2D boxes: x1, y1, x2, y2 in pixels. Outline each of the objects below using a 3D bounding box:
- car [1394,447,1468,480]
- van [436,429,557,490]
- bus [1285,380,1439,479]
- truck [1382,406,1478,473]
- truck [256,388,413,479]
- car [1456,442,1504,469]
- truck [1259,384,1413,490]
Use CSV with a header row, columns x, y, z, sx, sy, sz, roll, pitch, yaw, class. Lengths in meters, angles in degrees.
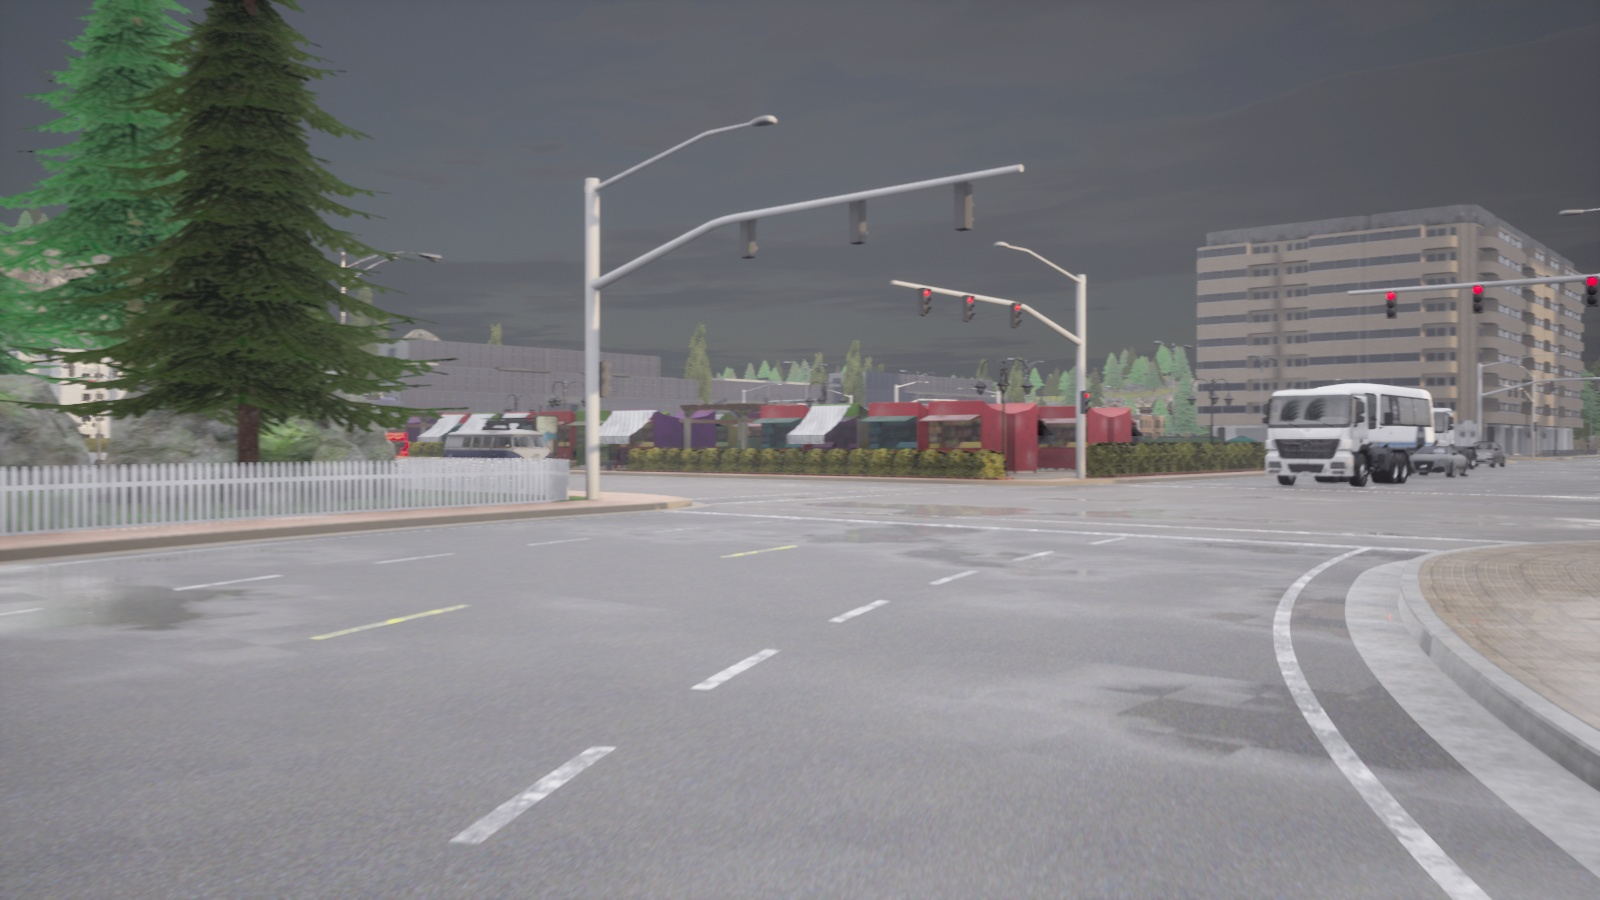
x,y,z,sx,sy,sz,roll,pitch,yaw,class
27.683,0.557,55.002,1.994,1.385,4.181,0,0,40,car
-10.477,0.288,43.156,4.442,1.987,1.775,0,0,40,van
26.705,-0.910,59.285,3.944,4.253,10.273,0,0,40,bus
34.436,-0.552,68.498,2.891,3.462,7.936,0,0,40,truck
-21.180,-0.729,56.856,8.468,3.827,2.891,0,0,41,truck
42.060,0.293,77.604,1.851,1.617,3.988,0,0,40,car
19.357,-0.450,45.053,2.891,3.462,7.936,0,0,40,truck
